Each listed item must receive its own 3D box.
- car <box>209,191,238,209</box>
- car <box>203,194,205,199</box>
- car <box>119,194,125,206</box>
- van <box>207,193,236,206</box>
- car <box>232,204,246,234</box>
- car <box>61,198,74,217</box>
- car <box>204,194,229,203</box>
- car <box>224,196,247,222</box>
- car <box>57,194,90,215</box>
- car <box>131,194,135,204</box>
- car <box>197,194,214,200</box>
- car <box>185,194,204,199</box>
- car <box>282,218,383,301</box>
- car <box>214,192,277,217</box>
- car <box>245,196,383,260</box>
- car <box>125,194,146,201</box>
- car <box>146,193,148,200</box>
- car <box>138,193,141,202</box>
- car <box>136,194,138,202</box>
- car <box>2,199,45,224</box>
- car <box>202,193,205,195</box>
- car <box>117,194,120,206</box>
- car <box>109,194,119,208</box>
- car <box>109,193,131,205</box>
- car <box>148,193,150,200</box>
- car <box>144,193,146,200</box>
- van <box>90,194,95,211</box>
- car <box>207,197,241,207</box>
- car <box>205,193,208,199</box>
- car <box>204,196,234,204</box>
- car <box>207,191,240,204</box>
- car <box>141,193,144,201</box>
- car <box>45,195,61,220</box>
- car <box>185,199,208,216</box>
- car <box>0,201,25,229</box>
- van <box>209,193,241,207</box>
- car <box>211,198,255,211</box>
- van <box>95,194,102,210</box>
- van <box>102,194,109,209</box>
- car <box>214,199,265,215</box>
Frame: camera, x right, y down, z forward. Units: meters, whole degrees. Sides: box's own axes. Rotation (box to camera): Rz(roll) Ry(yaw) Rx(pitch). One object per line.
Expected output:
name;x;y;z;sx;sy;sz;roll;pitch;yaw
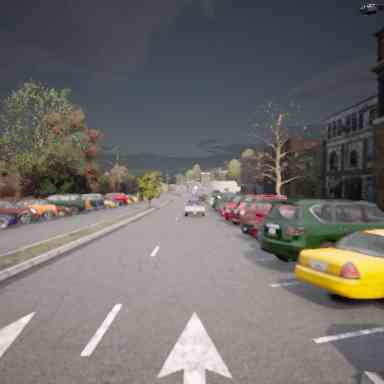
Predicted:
car;4.944;1.257;31.639;5.566;2.045;2.435;1;0;-20
car;5.218;1.476;58.796;5.366;1.575;1.946;1;0;-20
car;-13.135;1.510;50.540;4.792;1.488;2.163;-1;0;-20
van;4.943;1.253;55.669;4.442;1.987;1.878;1;0;-20
car;4.879;1.526;16.610;5.008;1.535;2.097;1;0;-20
car;-13.228;1.542;29.693;4.674;1.452;2.002;-1;0;-20
car;4.950;1.337;67.777;4.553;1.767;2.185;1;0;-21
car;4.889;1.393;22.628;4.553;1.767;2.185;1;0;-20
car;-13.245;1.248;32.655;5.566;2.045;2.435;-1;0;-20
car;-12.984;1.470;56.542;5.366;1.575;1.946;-1;0;-20
car;3.845;1.461;94.946;4.674;1.452;2.002;1;0;-24
car;0.330;1.478;46.689;1.882;1.535;5.008;0;0;1
car;4.978;1.510;7.608;5.366;1.575;1.946;1;-1;-20
car;4.917;1.264;25.624;5.566;2.045;2.435;1;0;-20
car;4.854;1.270;10.584;5.566;2.045;2.435;1;0;-20
car;-13.670;1.329;80.174;4.553;1.767;2.185;-1;0;-22
car;-13.513;1.456;77.223;5.008;1.535;2.097;-1;0;-22
car;-13.213;1.467;65.376;5.008;1.535;2.097;-1;0;-21
car;-13.160;1.344;62.420;4.553;1.767;2.185;-1;0;-20
car;-13.281;1.382;23.730;4.553;1.767;2.185;-1;0;-20
car;4.999;1.469;64.758;4.892;1.521;2.231;1;0;-21
car;-13.196;1.514;47.537;4.792;1.488;2.163;-1;0;-20
car;-13.003;1.482;44.640;5.366;1.575;1.946;-1;0;-20
car;-13.183;1.227;53.489;5.566;2.045;2.435;-1;0;-20
car;-13.944;1.451;83.066;5.366;1.575;1.946;-1;0;-23
car;-13.391;1.488;74.280;4.792;1.488;2.163;-1;0;-22
van;-13.098;1.269;35.686;4.442;1.987;1.878;-1;0;-20
car;5.070;1.514;52.713;4.792;1.488;2.163;1;0;-20
car;5.040;1.244;43.688;5.566;2.045;2.435;1;0;-20
car;5.044;1.472;61.739;5.008;1.535;2.097;1;0;-21
car;5.017;1.250;37.679;5.566;2.045;2.435;1;0;-20
car;-13.366;1.492;71.285;4.792;1.488;2.163;-1;0;-21
car;-13.207;1.379;26.721;4.553;1.767;2.185;-1;0;-20
car;0.284;1.618;32.569;1.895;1.301;4.718;0;0;1
car;-13.239;1.540;20.361;4.792;1.488;2.163;-1;0;-20
van;4.931;1.260;49.644;4.442;1.987;1.878;1;0;-20
car;5.004;1.498;40.669;5.008;1.535;2.097;1;0;-20
van;-13.091;1.265;38.663;4.442;1.987;1.878;-1;0;-20
van;-13.083;1.263;41.641;4.442;1.987;1.878;-1;0;-20
car;4.950;1.534;34.647;4.792;1.488;2.163;1;0;-20
